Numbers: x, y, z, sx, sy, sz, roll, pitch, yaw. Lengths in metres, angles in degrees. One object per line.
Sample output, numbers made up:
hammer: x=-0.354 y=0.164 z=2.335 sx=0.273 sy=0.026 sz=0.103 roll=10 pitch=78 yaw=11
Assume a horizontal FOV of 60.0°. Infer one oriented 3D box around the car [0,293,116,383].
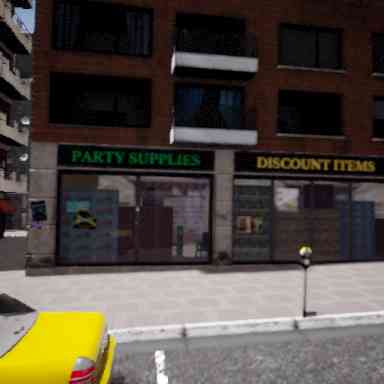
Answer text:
car: x=-3.266 y=1.683 z=3.335 sx=4.829 sy=1.417 sz=1.752 roll=0 pitch=0 yaw=-9
